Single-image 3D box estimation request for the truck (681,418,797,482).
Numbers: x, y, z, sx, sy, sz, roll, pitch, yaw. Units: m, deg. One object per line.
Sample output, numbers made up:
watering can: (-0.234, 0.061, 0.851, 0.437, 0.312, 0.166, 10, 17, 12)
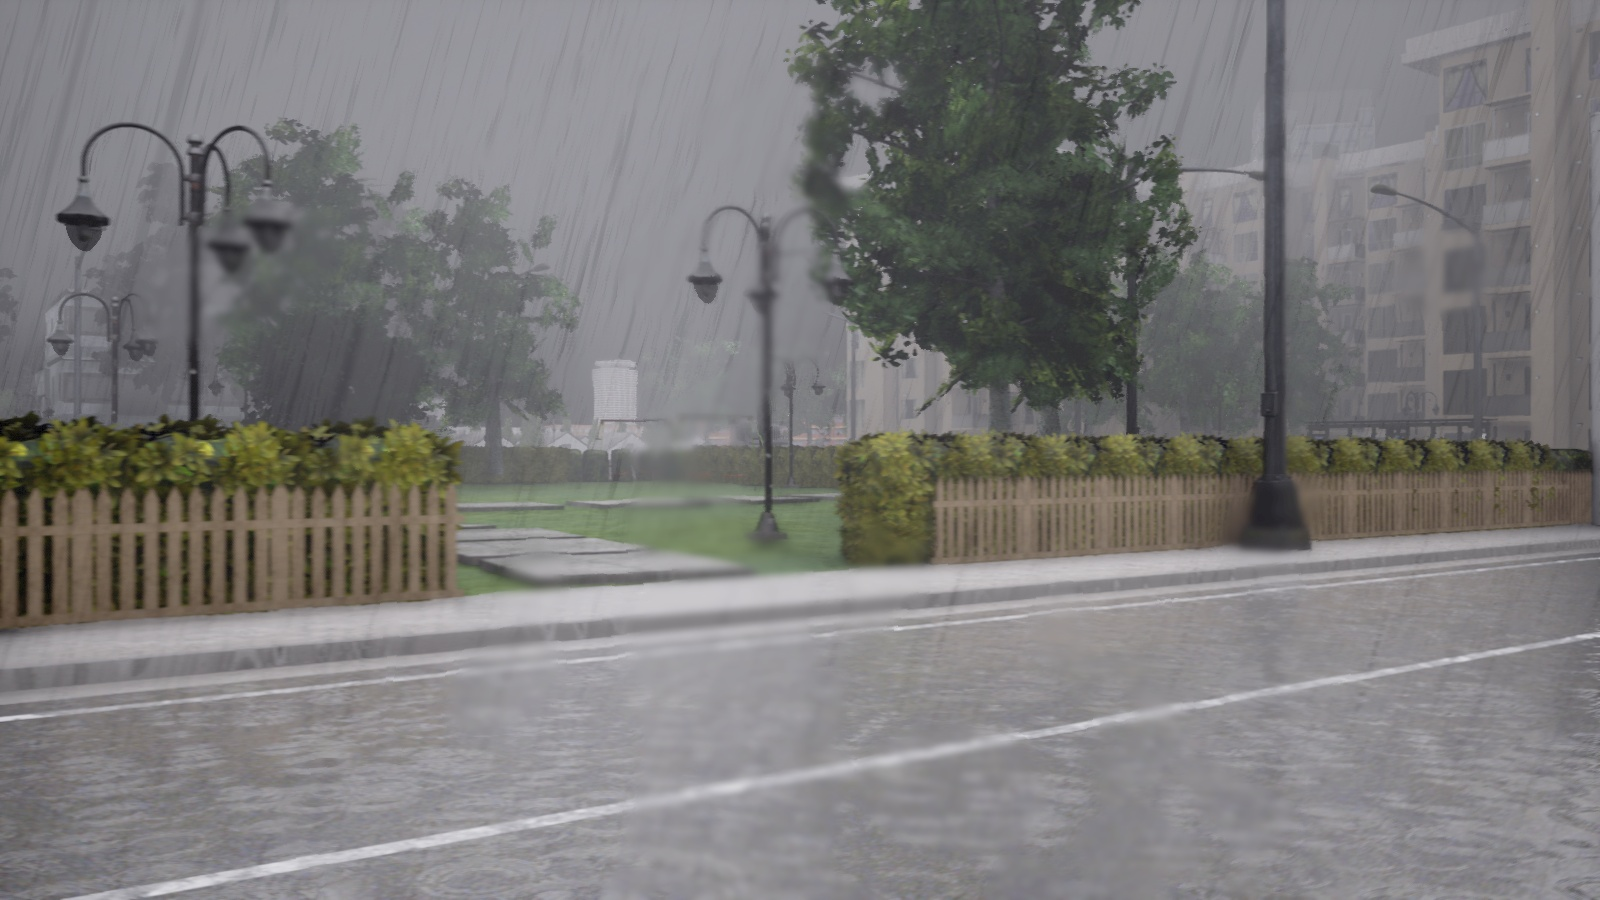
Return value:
truck: (-3.599, 0.061, 71.690, 2.891, 3.462, 7.936, 0, -1, -34)
